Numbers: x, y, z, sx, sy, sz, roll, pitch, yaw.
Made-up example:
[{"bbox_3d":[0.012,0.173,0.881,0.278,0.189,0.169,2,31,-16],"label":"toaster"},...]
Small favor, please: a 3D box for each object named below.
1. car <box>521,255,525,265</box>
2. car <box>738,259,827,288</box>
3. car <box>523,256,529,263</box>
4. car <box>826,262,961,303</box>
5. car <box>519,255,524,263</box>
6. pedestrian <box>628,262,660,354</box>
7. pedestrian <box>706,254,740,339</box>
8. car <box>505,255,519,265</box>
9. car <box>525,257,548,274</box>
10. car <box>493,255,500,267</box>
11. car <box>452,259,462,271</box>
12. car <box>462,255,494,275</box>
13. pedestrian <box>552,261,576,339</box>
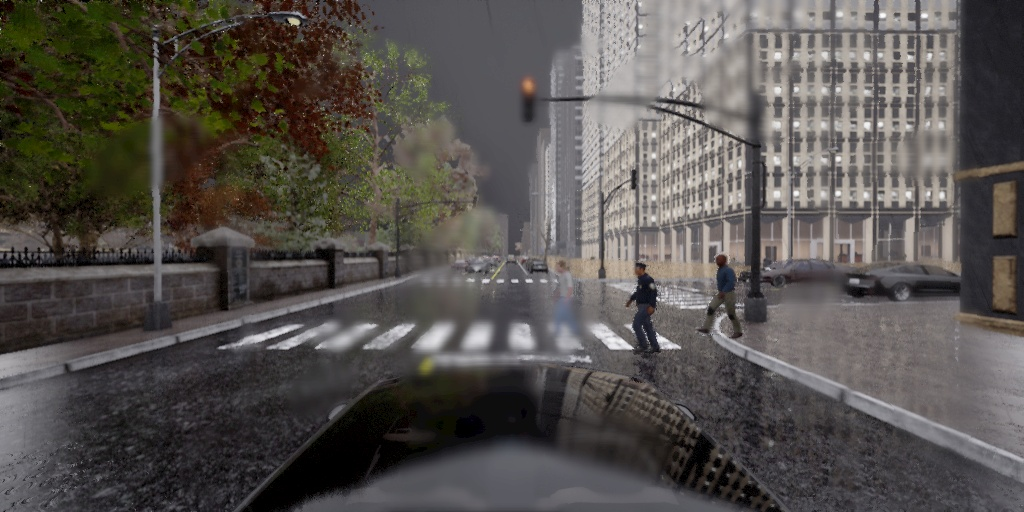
[{"bbox_3d":[2.590,0.936,46.999,1.948,1.339,4.313,0,0,0],"label":"car"},{"bbox_3d":[15.102,0.870,18.967,5.357,1.411,2.033,-1,0,0],"label":"car"},{"bbox_3d":[2.602,0.982,41.366,1.948,1.339,4.313,0,0,0],"label":"car"},{"bbox_3d":[14.660,0.924,13.176,4.313,1.339,1.948,0,0,0],"label":"car"},{"bbox_3d":[2.554,0.784,63.896,1.888,1.381,4.507,0,0,0],"label":"car"},{"bbox_3d":[2.600,0.997,7.083,0.375,1.860,0.375,0,0,0],"label":"pedestrian"},{"bbox_3d":[4.514,0.838,7.686,0.375,1.860,0.375,0,0,0],"label":"pedestrian"},{"bbox_3d":[-0.135,0.754,62.556,1.837,1.490,4.892,0,0,0],"label":"car"},{"bbox_3d":[2.615,1.028,35.734,1.948,1.339,4.313,0,0,0],"label":"car"},{"bbox_3d":[-3.184,0.898,51.630,1.994,1.385,4.181,0,0,0],"label":"car"},{"bbox_3d":[-5.778,0.998,41.348,1.802,1.307,4.207,0,0,0],"label":"car"},{"bbox_3d":[-3.165,0.964,34.517,2.128,1.511,4.902,0,0,0],"label":"car"},{"bbox_3d":[1.206,0.984,8.280,0.375,1.860,0.375,0,0,0],"label":"pedestrian"}]
